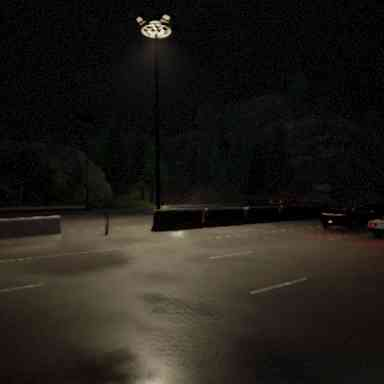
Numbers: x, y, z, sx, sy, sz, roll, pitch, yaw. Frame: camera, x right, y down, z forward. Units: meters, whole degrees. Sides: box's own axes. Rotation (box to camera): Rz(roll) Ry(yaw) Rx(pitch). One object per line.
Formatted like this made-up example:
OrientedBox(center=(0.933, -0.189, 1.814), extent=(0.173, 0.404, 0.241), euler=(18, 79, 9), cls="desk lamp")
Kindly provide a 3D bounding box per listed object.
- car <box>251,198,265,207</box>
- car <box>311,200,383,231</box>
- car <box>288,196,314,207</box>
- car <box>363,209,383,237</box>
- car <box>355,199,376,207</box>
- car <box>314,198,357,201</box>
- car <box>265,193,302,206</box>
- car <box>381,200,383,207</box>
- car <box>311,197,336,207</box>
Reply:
OrientedBox(center=(10.404, 1.529, 47.671), extent=(4.181, 1.385, 1.994), euler=(0, 0, -38), cls="car")
OrientedBox(center=(9.797, 1.488, 20.406), extent=(4.902, 1.511, 2.128), euler=(0, 0, -38), cls="car")
OrientedBox(center=(14.631, 1.519, 42.098), extent=(4.674, 1.442, 1.812), euler=(0, 0, -38), cls="car")
OrientedBox(center=(10.886, 1.611, 16.826), extent=(4.718, 1.301, 1.895), euler=(0, 0, -38), cls="car")
OrientedBox(center=(34.577, 2.242, 66.270), extent=(4.181, 1.385, 1.994), euler=(3, -1, -38), cls="car")
OrientedBox(center=(17.130, 1.495, 39.606), extent=(4.902, 1.511, 2.128), euler=(0, 0, -38), cls="car")
OrientedBox(center=(12.895, 1.198, 45.177), extent=(5.566, 2.045, 2.150), euler=(0, 0, -38), cls="car")
OrientedBox(center=(39.236, 2.316, 65.451), extent=(4.892, 1.490, 1.837), euler=(3, -1, -38), cls="car")
OrientedBox(center=(22.622, 1.727, 57.063), extent=(4.674, 1.442, 1.812), euler=(2, -1, -37), cls="car")
